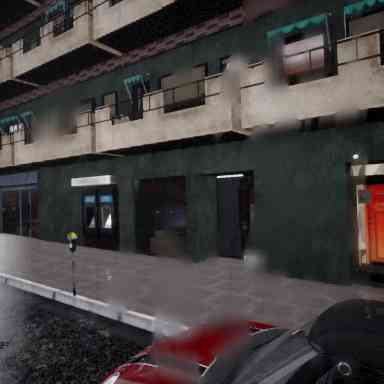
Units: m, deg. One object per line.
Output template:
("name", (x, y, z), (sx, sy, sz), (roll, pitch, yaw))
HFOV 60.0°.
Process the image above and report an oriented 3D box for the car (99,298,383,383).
("car", (1.116, 1.441, 1.959), (4.097, 1.590, 1.967), (0, -2, 36))
